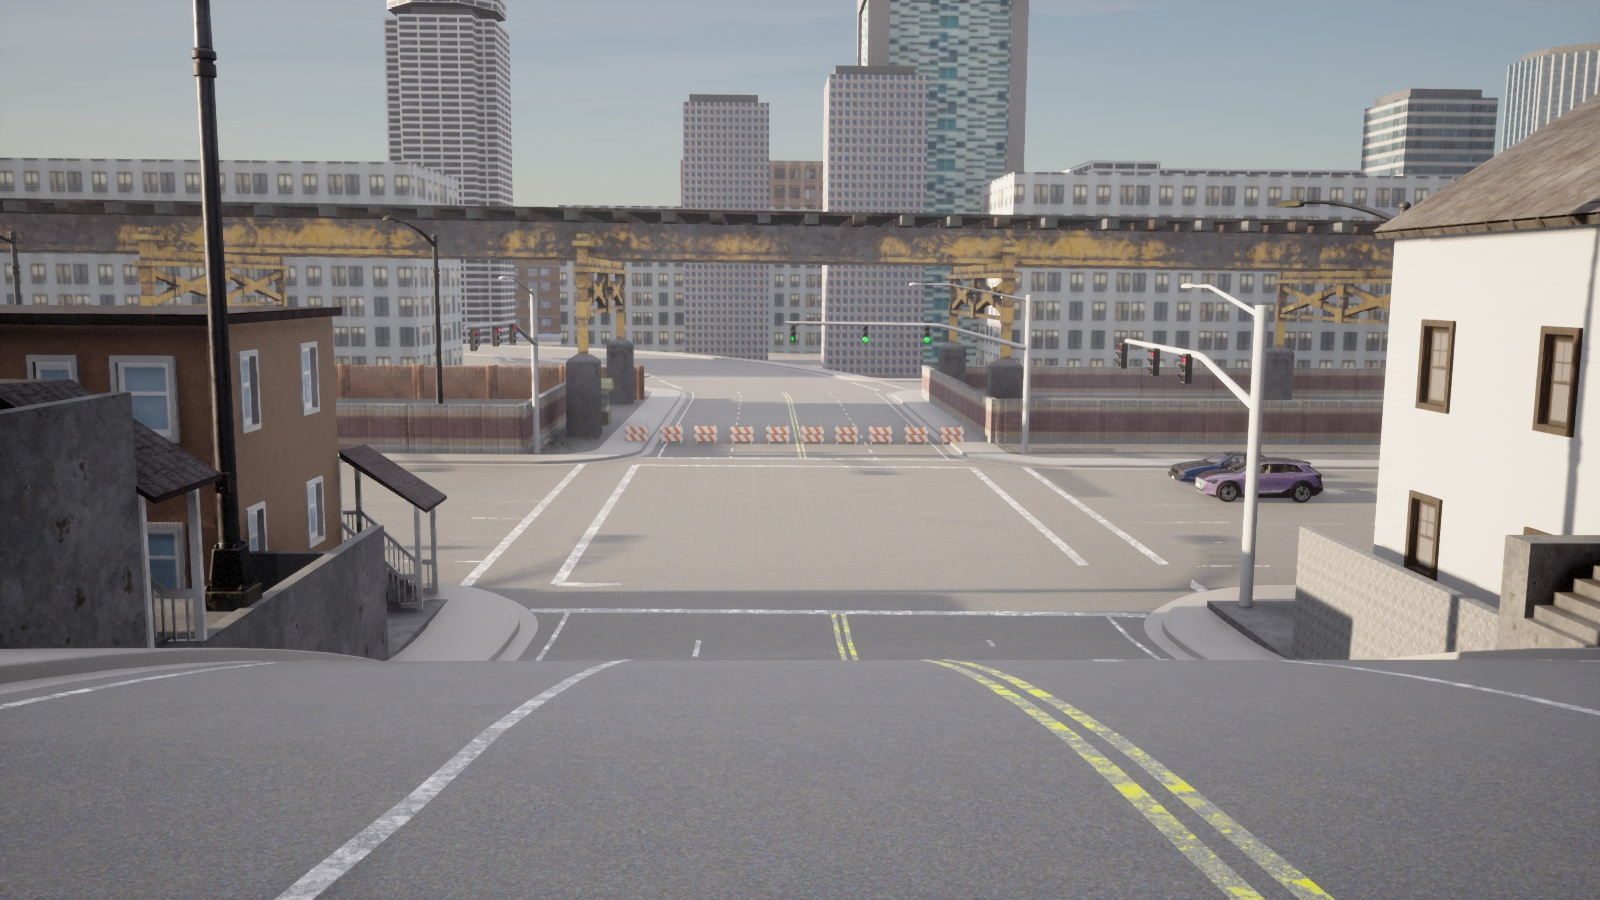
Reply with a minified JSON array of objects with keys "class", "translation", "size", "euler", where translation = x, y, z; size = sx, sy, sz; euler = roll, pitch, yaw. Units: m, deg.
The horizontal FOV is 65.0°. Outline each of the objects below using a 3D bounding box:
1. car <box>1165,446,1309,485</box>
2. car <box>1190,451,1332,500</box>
[{"class":"car","translation":[18.601,0.645,53.624],"size":[5.357,1.411,2.033],"euler":[0,8,0]},{"class":"car","translation":[18.336,0.991,50.135],"size":[4.856,1.649,2.033],"euler":[0,8,0]}]
